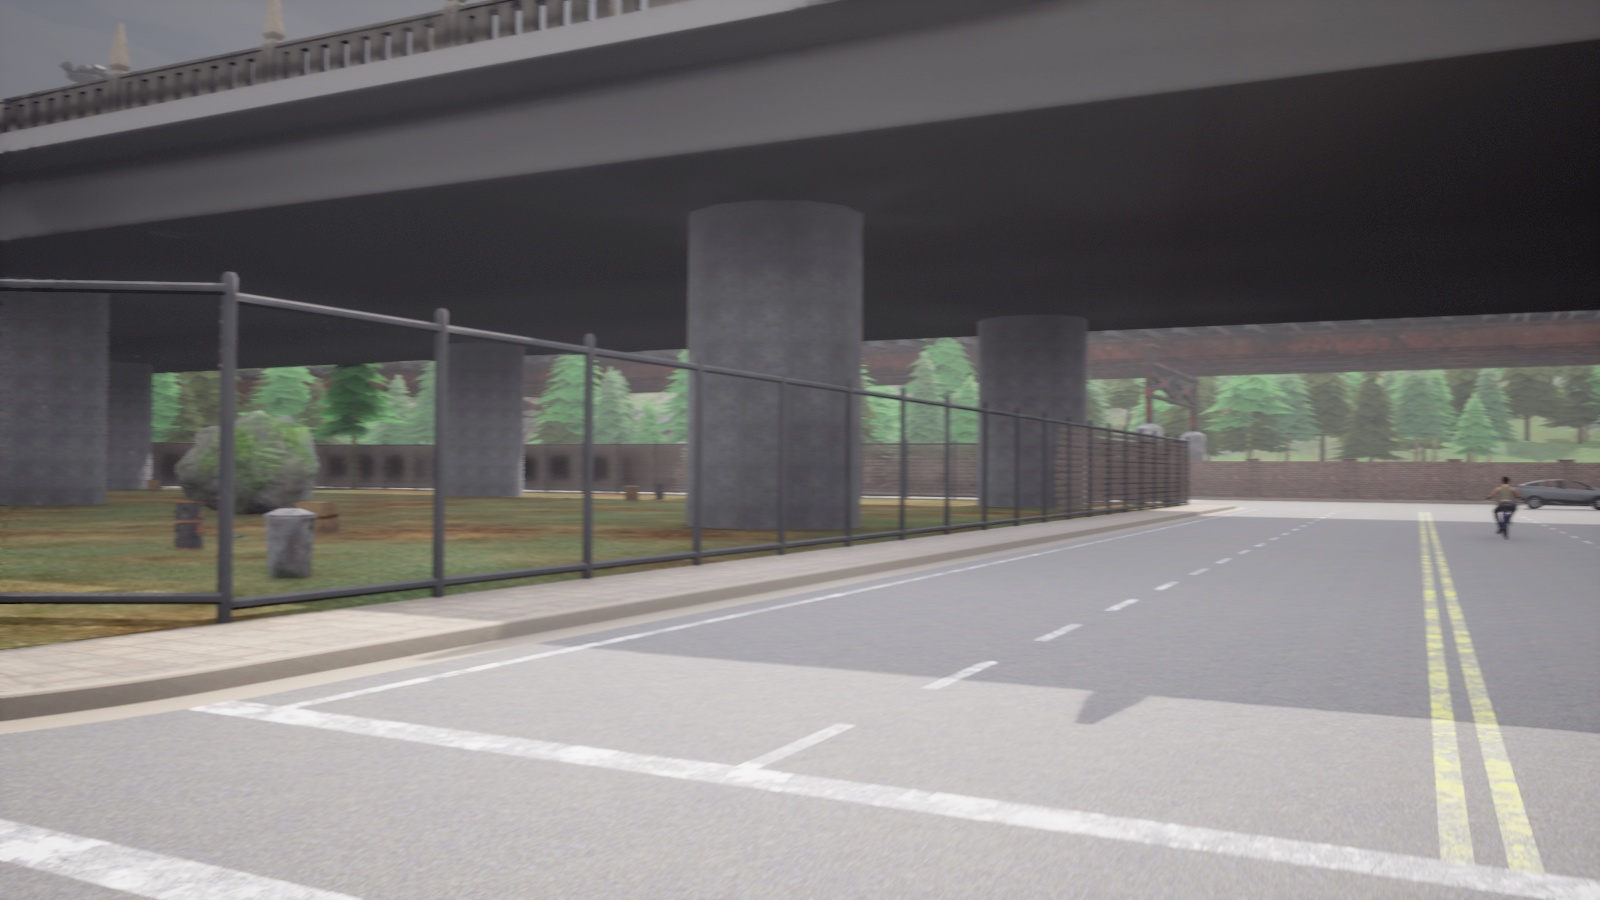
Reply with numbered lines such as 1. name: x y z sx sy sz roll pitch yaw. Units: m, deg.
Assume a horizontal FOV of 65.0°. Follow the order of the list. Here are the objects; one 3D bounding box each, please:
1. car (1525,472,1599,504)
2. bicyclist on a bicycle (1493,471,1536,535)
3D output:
1. car: 38.485 1.860 62.078 4.514 1.525 2.007 -1 -1 28
2. bicyclist on a bicycle: 18.362 1.338 32.312 0.866 1.612 1.509 0 -1 27
